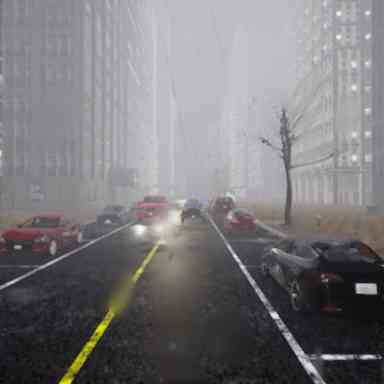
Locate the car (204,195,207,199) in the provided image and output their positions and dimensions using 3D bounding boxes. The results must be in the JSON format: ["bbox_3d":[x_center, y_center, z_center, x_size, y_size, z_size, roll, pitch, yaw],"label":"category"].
[{"bbox_3d":[2.771,1.353,35.809,2.192,1.841,5.009,1,0,0],"label":"car"}]

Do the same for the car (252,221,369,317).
[{"bbox_3d":[2.774,1.575,7.366,1.947,1.339,4.313,1,0,0],"label":"car"}]

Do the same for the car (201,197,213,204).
[{"bbox_3d":[2.829,1.618,64.254,2.008,1.369,4.403,1,0,0],"label":"car"}]

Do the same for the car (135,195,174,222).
[{"bbox_3d":[-2.961,1.249,26.735,2.150,2.045,5.566,0,0,1],"label":"car"}]

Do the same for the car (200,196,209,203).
[{"bbox_3d":[2.853,1.632,75.632,2.008,1.369,4.403,1,0,0],"label":"car"}]

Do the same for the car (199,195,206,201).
[{"bbox_3d":[2.889,1.653,92.699,2.008,1.369,4.403,0,0,0],"label":"car"}]

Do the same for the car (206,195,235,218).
[{"bbox_3d":[2.759,1.347,30.121,2.192,1.841,5.009,1,0,0],"label":"car"}]

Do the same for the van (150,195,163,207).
[{"bbox_3d":[-5.573,1.391,52.914,1.690,1.788,3.998,1,0,0],"label":"van"}]

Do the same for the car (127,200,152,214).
[{"bbox_3d":[-5.612,1.598,35.847,1.947,1.339,4.313,1,0,0],"label":"car"}]

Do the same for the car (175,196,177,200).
[{"bbox_3d":[-5.502,1.529,87.050,1.967,1.590,4.097,1,0,0],"label":"car"}]

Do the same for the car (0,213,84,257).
[{"bbox_3d":[-5.669,1.554,13.092,1.887,1.381,4.507,1,0,0],"label":"car"}]

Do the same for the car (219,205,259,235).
[{"bbox_3d":[2.733,1.602,18.743,1.802,1.307,4.206,1,0,0],"label":"car"}]

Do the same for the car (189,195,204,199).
[{"bbox_3d":[0.162,1.520,42.321,1.882,1.535,5.008,0,0,0],"label":"car"}]

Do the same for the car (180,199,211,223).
[{"bbox_3d":[0.115,1.517,25.656,2.128,1.511,4.902,0,0,1],"label":"car"}]

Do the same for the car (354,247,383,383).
[{"bbox_3d":[2.820,1.444,1.678,1.967,1.590,4.097,1,0,0],"label":"car"}]

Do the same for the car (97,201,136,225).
[{"bbox_3d":[-5.636,1.586,24.468,1.947,1.339,4.313,1,0,0],"label":"car"}]

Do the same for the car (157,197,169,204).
[{"bbox_3d":[-5.552,1.628,64.293,1.947,1.339,4.313,1,0,0],"label":"car"}]

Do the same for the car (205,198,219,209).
[{"bbox_3d":[2.794,1.575,47.357,1.752,1.417,4.829,1,0,0],"label":"car"}]
